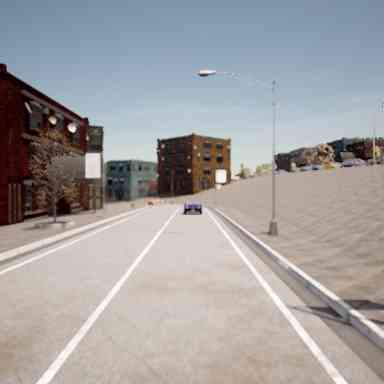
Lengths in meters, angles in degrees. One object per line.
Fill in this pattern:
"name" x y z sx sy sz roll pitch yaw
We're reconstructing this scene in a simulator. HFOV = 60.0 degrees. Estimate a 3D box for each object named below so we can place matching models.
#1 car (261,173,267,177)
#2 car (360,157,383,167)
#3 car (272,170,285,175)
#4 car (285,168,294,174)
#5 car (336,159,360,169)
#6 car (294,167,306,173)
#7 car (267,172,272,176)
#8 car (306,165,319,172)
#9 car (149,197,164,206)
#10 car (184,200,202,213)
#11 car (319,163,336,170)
"car" 21.268 -4.637 91.005 2.185 1.767 4.553 0 1 -1
"car" 23.542 -3.627 41.111 2.163 1.488 4.792 0 1 -6
"car" 21.509 -4.482 79.839 2.185 1.767 4.553 0 1 -1
"car" 21.745 -4.201 68.903 2.231 1.521 4.892 0 1 -1
"car" 22.923 -3.899 46.801 2.185 1.767 4.553 0 1 -5
"car" 21.872 -4.110 63.385 2.231 1.521 4.892 0 1 -1
"car" 21.391 -4.392 85.333 2.002 1.452 4.674 0 1 -1
"car" 22.105 -3.961 57.844 2.002 1.452 4.674 0 1 -2
"car" -6.770 1.677 62.815 2.097 1.767 4.553 -1 -1 -18
"car" 0.107 1.531 35.161 1.895 1.301 4.718 0 0 0
"car" 22.456 -3.887 52.307 2.097 1.535 5.008 0 1 -4
